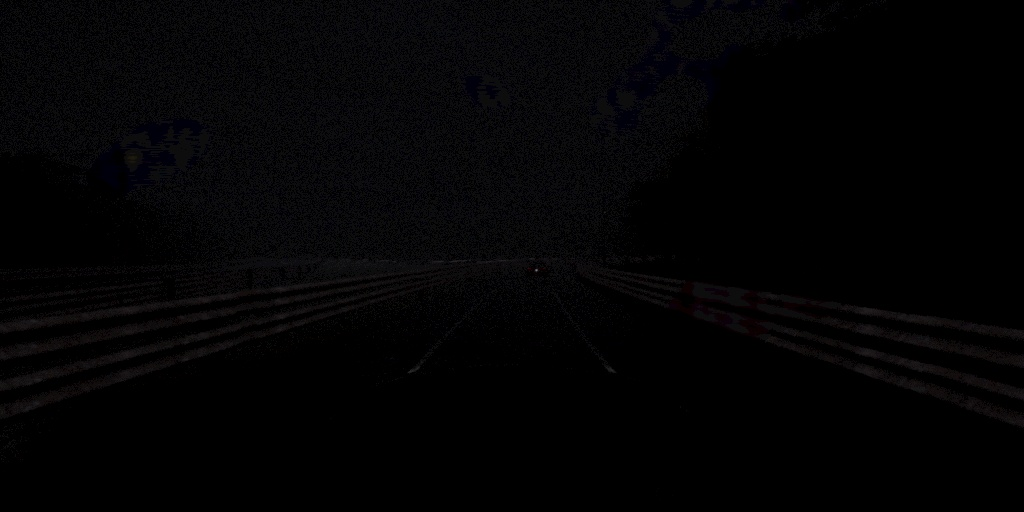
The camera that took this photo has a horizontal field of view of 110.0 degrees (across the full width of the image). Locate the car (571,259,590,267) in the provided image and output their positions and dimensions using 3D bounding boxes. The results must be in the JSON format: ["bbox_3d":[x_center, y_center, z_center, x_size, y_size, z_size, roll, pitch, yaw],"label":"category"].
[{"bbox_3d":[12.086,1.145,63.165,2.033,1.411,5.357,1,0,30],"label":"car"}]

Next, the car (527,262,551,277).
[{"bbox_3d":[2.713,1.319,35.902,1.994,1.385,4.181,0,0,12],"label":"car"}]
